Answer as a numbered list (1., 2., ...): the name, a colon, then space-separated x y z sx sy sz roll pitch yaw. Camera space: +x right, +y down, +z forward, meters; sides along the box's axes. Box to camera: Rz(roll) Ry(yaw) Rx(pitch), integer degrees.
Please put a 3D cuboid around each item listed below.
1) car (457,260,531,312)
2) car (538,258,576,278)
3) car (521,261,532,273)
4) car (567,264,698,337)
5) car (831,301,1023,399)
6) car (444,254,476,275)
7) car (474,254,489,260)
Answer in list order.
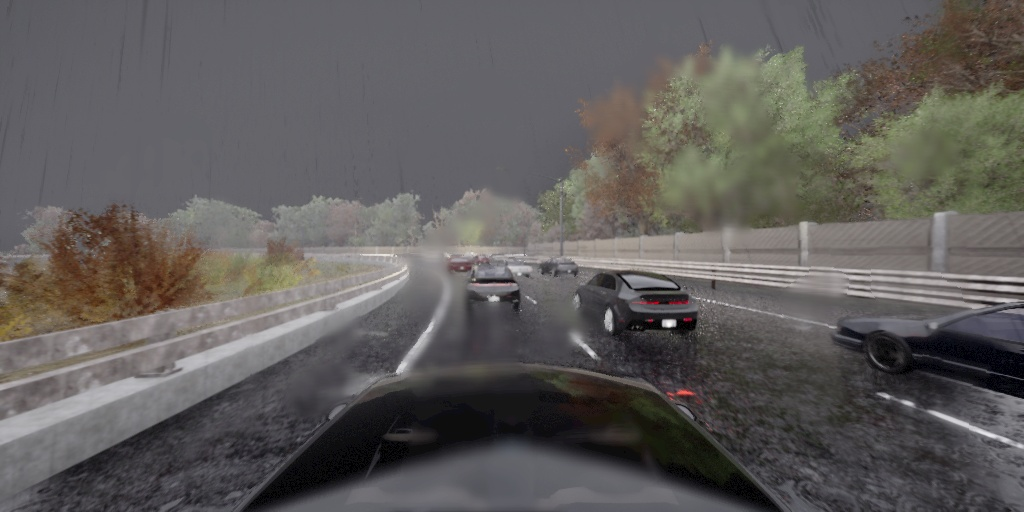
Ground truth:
1. car: -0.815 1.079 13.430 2.128 1.511 4.902 0 1 -7
2. car: 3.526 0.863 28.040 2.128 1.511 4.902 0 1 -14
3. car: -0.005 0.982 27.912 1.895 1.301 4.718 0 1 -15
4. car: 3.089 1.132 9.920 1.837 1.490 4.892 0 1 -5
5. car: 7.119 1.245 4.269 2.033 1.411 5.357 0 1 -5
6. car: -4.898 0.811 32.134 1.882 1.535 5.008 0 1 -17
7. car: -4.595 0.572 52.473 1.812 1.442 4.674 0 1 -20
